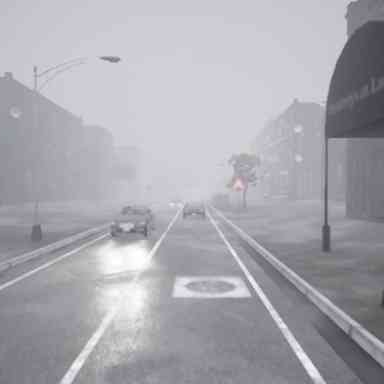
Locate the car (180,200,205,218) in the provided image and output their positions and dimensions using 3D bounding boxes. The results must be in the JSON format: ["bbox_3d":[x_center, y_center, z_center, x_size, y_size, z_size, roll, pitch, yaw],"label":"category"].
[{"bbox_3d":[0.180,1.557,29.687,1.895,1.301,4.718,0,0,0],"label":"car"}]

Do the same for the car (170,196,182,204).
[{"bbox_3d":[-2.874,1.392,60.087,1.994,1.385,4.181,0,0,1],"label":"car"}]

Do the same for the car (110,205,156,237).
[{"bbox_3d":[-3.052,1.479,17.974,2.128,1.511,4.902,0,0,0],"label":"car"}]
